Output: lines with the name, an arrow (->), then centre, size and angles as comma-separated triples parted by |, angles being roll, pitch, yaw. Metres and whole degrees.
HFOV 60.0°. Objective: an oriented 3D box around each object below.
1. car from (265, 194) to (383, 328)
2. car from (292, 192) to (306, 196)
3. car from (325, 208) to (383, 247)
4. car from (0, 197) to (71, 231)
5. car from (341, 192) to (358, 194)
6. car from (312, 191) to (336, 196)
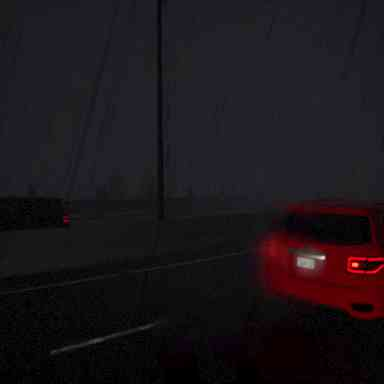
car -> 3.850, 1.170, 6.842 | 5.566, 2.045, 2.150 | -1, 0, -39
car -> 14.747, 1.203, 46.972 | 2.128, 1.511, 4.902 | 0, 0, 29
car -> 8.116, 1.487, 15.244 | 4.718, 1.301, 1.895 | -1, 0, -43
car -> -7.221, 1.217, 11.824 | 5.566, 2.045, 2.150 | -1, 0, -37
car -> 22.339, 1.019, 46.379 | 2.097, 1.767, 4.553 | 0, 0, 27
car -> 17.668, 0.923, 44.954 | 2.150, 2.045, 5.566 | 0, 0, 29
